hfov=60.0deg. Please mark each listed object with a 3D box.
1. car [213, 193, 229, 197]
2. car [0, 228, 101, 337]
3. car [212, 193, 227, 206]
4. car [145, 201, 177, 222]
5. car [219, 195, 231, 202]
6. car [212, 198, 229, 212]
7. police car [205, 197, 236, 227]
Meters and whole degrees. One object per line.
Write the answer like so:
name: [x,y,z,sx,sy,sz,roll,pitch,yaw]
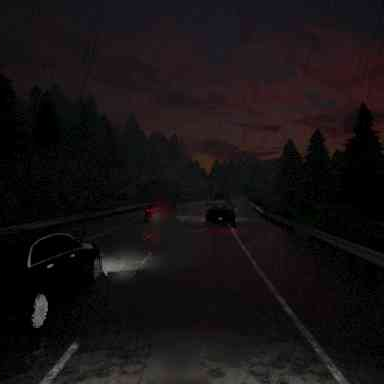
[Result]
car: [2.719,1.294,32.193,2.097,1.767,4.553,0,0,6]
car: [-3.265,1.490,6.637,1.837,1.490,4.892,0,0,1]
car: [4.721,1.123,55.642,2.150,2.045,5.566,0,0,8]
car: [-2.300,1.457,25.473,1.837,1.490,4.892,0,0,4]
car: [7.016,1.276,70.275,2.033,1.411,5.357,0,0,10]
car: [3.362,1.459,38.077,1.812,1.442,4.674,0,0,7]
police car: [1.892,1.386,22.553,1.930,1.638,5.238,0,0,4]
